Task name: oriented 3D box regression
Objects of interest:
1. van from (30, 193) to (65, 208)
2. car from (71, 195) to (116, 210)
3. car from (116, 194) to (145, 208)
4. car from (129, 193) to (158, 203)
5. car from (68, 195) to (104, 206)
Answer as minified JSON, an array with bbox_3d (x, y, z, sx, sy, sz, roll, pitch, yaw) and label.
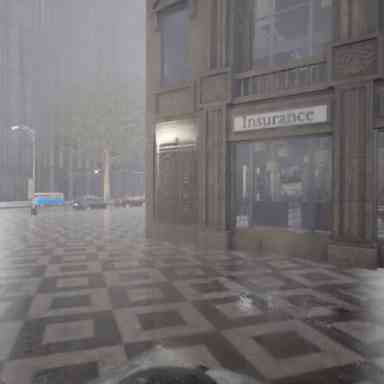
[{"bbox_3d":[-17.667,0.987,40.794,1.690,1.788,3.998,1,1,36],"label":"van"},{"bbox_3d":[-10.747,1.279,35.820,1.947,1.339,4.313,1,2,36],"label":"car"},{"bbox_3d":[-7.462,1.188,40.376,1.887,1.381,4.507,2,2,36],"label":"car"},{"bbox_3d":[-7.910,0.948,54.332,1.752,1.417,4.829,2,2,36],"label":"car"},{"bbox_3d":[-14.384,1.126,45.354,2.008,1.369,4.403,1,2,36],"label":"car"}]
